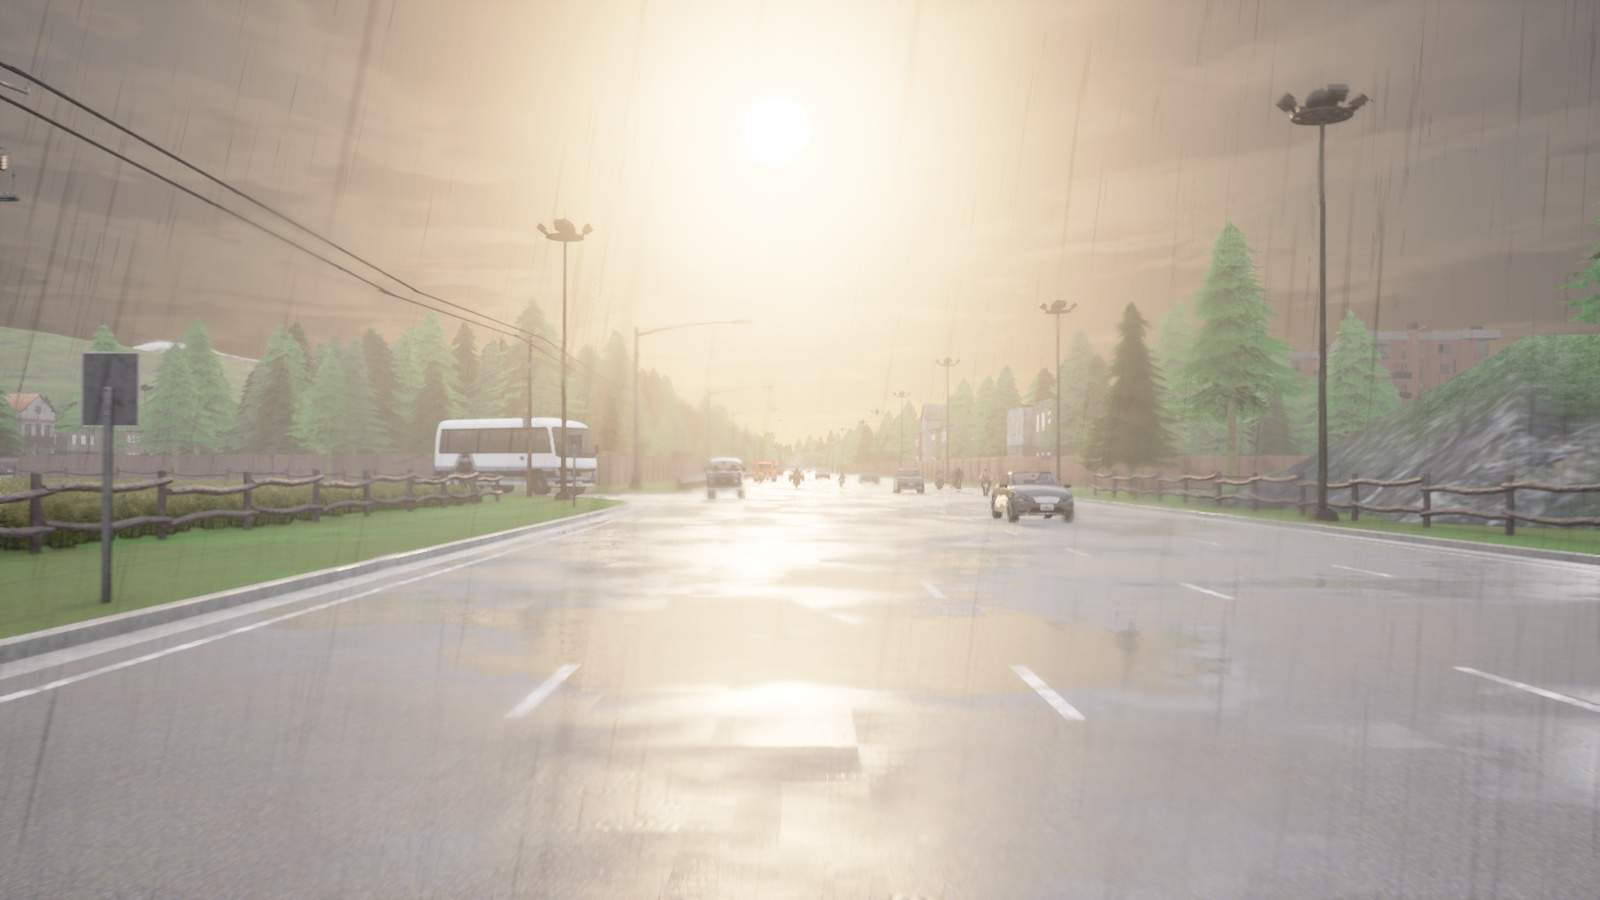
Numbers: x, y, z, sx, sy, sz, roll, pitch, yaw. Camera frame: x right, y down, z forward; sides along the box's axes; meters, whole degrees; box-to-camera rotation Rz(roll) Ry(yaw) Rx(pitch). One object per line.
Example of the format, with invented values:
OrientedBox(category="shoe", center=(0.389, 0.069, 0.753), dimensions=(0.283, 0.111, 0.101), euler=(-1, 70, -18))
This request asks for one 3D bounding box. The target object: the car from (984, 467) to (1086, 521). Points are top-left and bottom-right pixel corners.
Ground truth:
OrientedBox(category="car", center=(6.910, 1.263, 37.456), dimensions=(2.128, 1.511, 4.902), euler=(0, -1, 0))

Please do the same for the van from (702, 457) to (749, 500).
OrientedBox(category="van", center=(-3.650, 1.422, 62.363), dimensions=(2.069, 2.038, 4.480), euler=(0, -1, 0))

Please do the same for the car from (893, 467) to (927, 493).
OrientedBox(category="car", center=(6.813, 1.854, 77.926), dimensions=(1.789, 1.549, 3.705), euler=(0, -1, 0))

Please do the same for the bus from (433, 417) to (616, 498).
OrientedBox(category="bus", center=(-15.440, 0.474, 69.930), dimensions=(10.273, 4.253, 3.944), euler=(-1, -1, 34))
